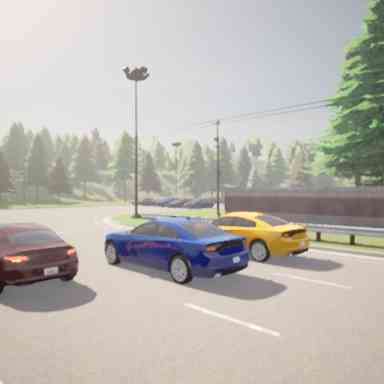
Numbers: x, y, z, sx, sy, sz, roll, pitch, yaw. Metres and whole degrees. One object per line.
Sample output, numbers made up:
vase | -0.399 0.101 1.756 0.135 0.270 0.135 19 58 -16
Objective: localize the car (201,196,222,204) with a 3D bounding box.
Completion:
car | 4.006 1.596 66.998 4.181 1.385 1.994 0 0 -45

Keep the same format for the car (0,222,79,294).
car | -4.671 1.530 8.744 4.674 1.442 1.812 0 0 44

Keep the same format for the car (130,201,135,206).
car | -7.579 1.574 55.264 2.033 1.411 5.357 0 0 44

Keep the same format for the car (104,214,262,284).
car | -0.697 1.482 9.758 5.008 1.535 1.882 0 0 44

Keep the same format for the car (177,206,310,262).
car | 1.742 1.484 12.268 5.008 1.535 1.882 0 0 44

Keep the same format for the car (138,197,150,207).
car | -5.711 1.626 52.173 1.895 1.301 4.718 0 0 44

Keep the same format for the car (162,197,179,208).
car | -1.131 1.570 46.850 2.033 1.411 5.357 0 0 44

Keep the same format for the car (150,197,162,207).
car | -3.281 1.502 49.655 1.882 1.535 5.008 0 0 44

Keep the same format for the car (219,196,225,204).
car | 6.798 1.523 64.862 4.902 1.511 2.128 0 0 -45

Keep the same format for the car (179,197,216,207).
car | 0.918 1.547 43.938 1.812 1.442 4.674 0 0 44
